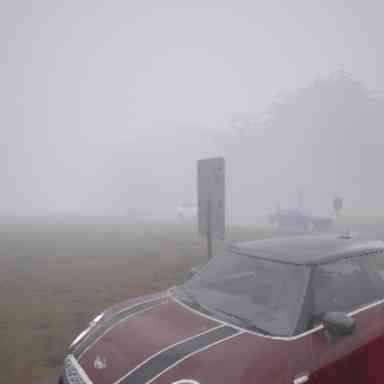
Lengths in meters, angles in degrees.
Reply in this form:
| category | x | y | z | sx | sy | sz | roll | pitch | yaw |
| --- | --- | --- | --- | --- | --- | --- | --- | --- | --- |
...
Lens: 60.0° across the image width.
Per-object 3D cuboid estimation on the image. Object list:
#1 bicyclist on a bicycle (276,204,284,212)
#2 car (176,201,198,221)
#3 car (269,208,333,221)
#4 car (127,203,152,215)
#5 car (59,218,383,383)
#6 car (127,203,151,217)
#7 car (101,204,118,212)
| category | x | y | z | sx | sy | sz | roll | pitch | yaw |
| --- | --- | --- | --- | --- | --- | --- | --- | --- | --- |
| bicyclist on a bicycle | 8.857 | 2.064 | 33.642 | 1.656 | 1.620 | 0.582 | 0 | -1 | -35 |
| car | 0.493 | 1.989 | 35.110 | 2.150 | 2.045 | 5.566 | 0 | -1 | -35 |
| car | 7.950 | 1.945 | 24.562 | 1.882 | 1.535 | 5.008 | 0 | -1 | -35 |
| car | -8.373 | 2.584 | 52.710 | 2.097 | 1.767 | 4.553 | 0 | -1 | -35 |
| car | 0.967 | 1.374 | 3.734 | 4.553 | 1.767 | 2.097 | 1 | 0 | -35 |
| car | -7.511 | 2.611 | 46.446 | 1.837 | 1.490 | 4.892 | 0 | -1 | -35 |
| car | -15.606 | 3.037 | 62.897 | 1.882 | 1.535 | 5.008 | 0 | -1 | -35 |
